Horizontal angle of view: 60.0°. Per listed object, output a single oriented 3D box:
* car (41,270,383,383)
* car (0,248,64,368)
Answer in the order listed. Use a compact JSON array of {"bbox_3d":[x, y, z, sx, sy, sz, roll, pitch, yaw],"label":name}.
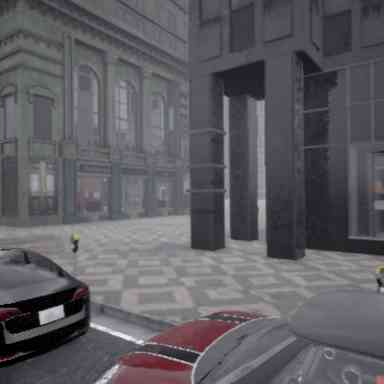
[{"bbox_3d":[1.087,1.442,2.191,4.097,1.590,1.967,-1,-1,35],"label":"car"},{"bbox_3d":[-3.475,1.611,5.441,4.313,1.339,1.947,-1,-1,35],"label":"car"}]
